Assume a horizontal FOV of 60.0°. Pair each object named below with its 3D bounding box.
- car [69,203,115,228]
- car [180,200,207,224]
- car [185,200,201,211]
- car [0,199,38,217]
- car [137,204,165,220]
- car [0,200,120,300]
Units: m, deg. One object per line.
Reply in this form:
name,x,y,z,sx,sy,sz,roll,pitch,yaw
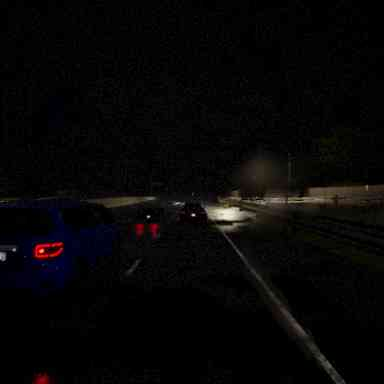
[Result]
car,-6.897,1.556,23.446,1.812,1.442,4.674,0,0,0
car,0.104,1.598,25.463,1.994,1.385,4.181,0,0,0
car,0.106,1.679,42.480,1.895,1.301,4.718,0,0,0
car,-17.589,1.529,33.388,1.882,1.535,5.008,0,0,0
car,-3.396,1.641,28.306,1.895,1.301,4.718,0,0,0
car,-3.399,1.229,8.521,2.150,2.045,5.566,0,0,0
